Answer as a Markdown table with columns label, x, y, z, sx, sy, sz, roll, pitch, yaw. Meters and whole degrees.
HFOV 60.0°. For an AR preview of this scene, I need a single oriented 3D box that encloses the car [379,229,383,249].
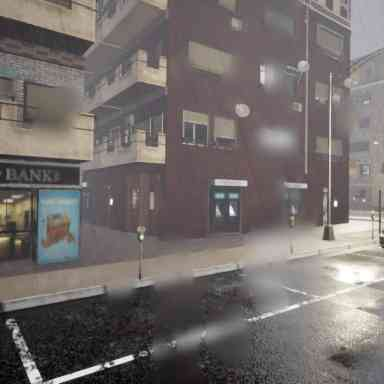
| label | x | y | z | sx | sy | sz | roll | pitch | yaw |
| --- | --- | --- | --- | --- | --- | --- | --- | --- | --- |
| car | 9.059 | 1.554 | 13.091 | 4.403 | 1.369 | 2.008 | 0 | 1 | -35 |
